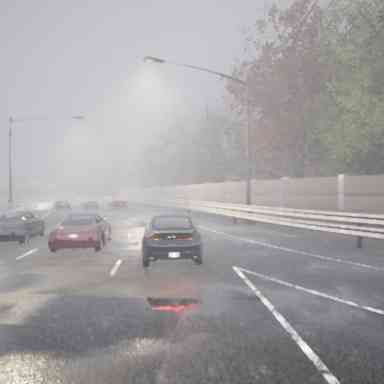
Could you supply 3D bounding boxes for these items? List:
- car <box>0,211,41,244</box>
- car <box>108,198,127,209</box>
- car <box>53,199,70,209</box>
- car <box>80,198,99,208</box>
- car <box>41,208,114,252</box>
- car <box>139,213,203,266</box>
[{"bbox_3d":[-8.400,1.595,15.824,1.994,1.385,4.181,0,0,-9],"label":"car"},{"bbox_3d":[-10.385,1.516,46.286,1.882,1.535,5.008,0,0,-24],"label":"car"},{"bbox_3d":[-18.097,1.630,46.204,1.994,1.385,4.181,0,0,-26],"label":"car"},{"bbox_3d":[-14.109,1.577,45.991,1.812,1.442,4.674,0,0,-25],"label":"car"},{"bbox_3d":[-4.605,1.581,14.153,1.994,1.385,4.181,0,0,-7],"label":"car"},{"bbox_3d":[-0.771,1.508,11.697,1.837,1.490,4.892,0,0,-6],"label":"car"}]
